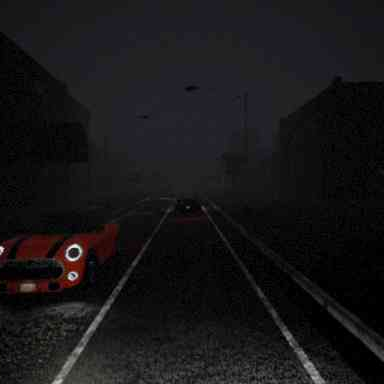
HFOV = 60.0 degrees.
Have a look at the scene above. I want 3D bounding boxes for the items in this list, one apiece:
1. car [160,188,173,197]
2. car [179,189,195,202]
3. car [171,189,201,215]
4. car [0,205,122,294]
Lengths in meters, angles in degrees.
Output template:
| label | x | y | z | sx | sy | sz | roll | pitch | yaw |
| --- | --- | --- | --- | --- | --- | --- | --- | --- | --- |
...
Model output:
| label | x | y | z | sx | sy | sz | roll | pitch | yaw |
| --- | --- | --- | --- | --- | --- | --- | --- | --- | --- |
| car | -3.917 | 0.102 | 51.659 | 2.033 | 1.411 | 5.357 | -1 | 0 | -1 |
| car | -0.575 | 0.380 | 41.099 | 1.812 | 1.442 | 4.674 | -1 | 2 | -1 |
| car | -0.313 | 0.820 | 24.941 | 1.882 | 1.535 | 5.008 | -1 | 2 | -1 |
| car | -3.256 | 1.214 | 8.732 | 2.097 | 1.767 | 4.553 | -1 | 2 | -1 |
